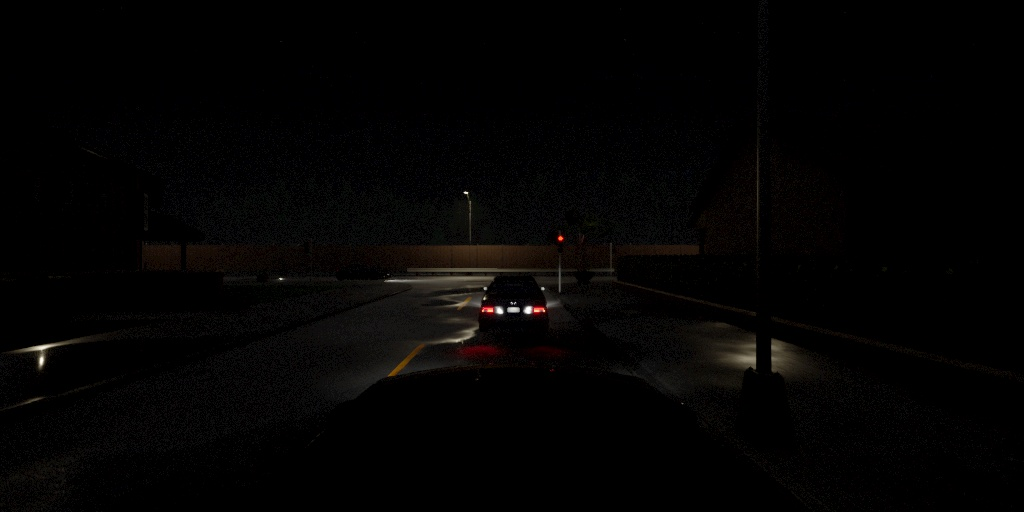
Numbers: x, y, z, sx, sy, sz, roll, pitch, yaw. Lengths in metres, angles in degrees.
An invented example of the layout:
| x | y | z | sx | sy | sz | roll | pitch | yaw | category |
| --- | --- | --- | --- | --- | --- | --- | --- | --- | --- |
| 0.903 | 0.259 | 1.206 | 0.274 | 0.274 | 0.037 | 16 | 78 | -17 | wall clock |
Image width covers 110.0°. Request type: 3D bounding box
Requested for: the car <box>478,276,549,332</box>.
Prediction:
| x | y | z | sx | sy | sz | roll | pitch | yaw | category |
| --- | --- | --- | --- | --- | --- | --- | --- | --- | --- |
| 0.058 | 1.297 | 10.836 | 2.033 | 1.411 | 5.357 | 0 | 0 | 1 | car |

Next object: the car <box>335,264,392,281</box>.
| x | y | z | sx | sy | sz | roll | pitch | yaw | category |
| --- | --- | --- | --- | --- | --- | --- | --- | --- | --- |
| -11.953 | 1.314 | 28.984 | 4.181 | 1.385 | 1.994 | 0 | 0 | 3 | car |

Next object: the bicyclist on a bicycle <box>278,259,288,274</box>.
| x | y | z | sx | sy | sz | roll | pitch | yaw | category |
| --- | --- | --- | --- | --- | --- | --- | --- | --- | --- |
| -23.971 | 1.099 | 37.490 | 0.582 | 1.620 | 1.656 | 0 | 0 | 0 | bicyclist on a bicycle |
